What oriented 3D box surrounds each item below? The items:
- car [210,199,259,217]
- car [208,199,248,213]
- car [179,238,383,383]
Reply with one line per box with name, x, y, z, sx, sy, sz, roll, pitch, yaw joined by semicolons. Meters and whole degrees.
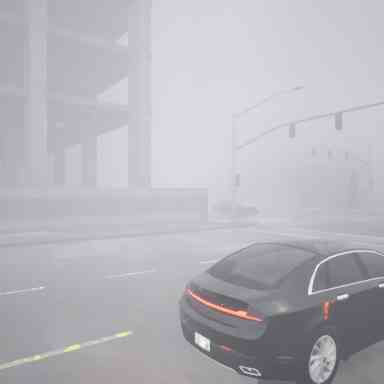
car;4.128;1.601;31.696;1.895;1.301;4.718;0;0;-36
car;3.991;1.526;37.850;1.812;1.442;4.674;0;0;-36
car;2.106;1.505;5.292;4.892;1.490;1.837;0;0;-35
